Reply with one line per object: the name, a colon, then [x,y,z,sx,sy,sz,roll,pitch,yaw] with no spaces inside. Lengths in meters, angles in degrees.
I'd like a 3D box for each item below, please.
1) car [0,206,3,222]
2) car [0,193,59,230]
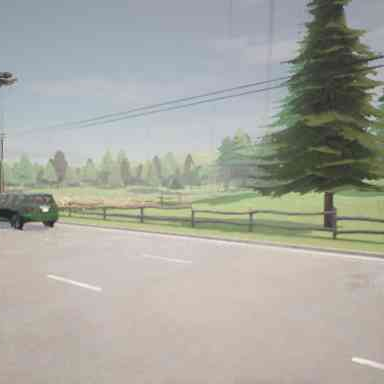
car: [-11.748,1.454,16.670,4.718,1.301,1.895,1,0,35]
car: [-10.275,1.069,19.918,5.566,2.045,2.150,1,0,35]
